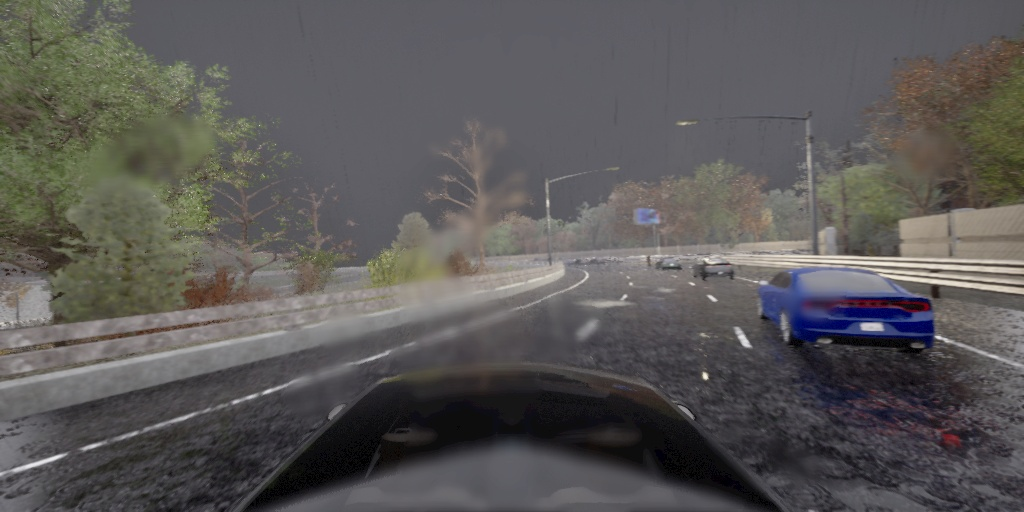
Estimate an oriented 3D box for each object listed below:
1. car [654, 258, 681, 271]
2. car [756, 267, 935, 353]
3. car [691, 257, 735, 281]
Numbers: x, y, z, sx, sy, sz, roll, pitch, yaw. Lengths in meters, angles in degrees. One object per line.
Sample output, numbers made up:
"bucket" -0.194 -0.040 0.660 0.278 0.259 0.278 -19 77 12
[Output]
"car" 16.861 0.869 39.005 1.994 1.385 4.181 -3 -1 10
"car" 6.928 0.974 8.066 1.882 1.535 5.008 -2 0 26
"car" 13.435 0.829 24.263 2.128 1.511 4.902 -2 0 17
